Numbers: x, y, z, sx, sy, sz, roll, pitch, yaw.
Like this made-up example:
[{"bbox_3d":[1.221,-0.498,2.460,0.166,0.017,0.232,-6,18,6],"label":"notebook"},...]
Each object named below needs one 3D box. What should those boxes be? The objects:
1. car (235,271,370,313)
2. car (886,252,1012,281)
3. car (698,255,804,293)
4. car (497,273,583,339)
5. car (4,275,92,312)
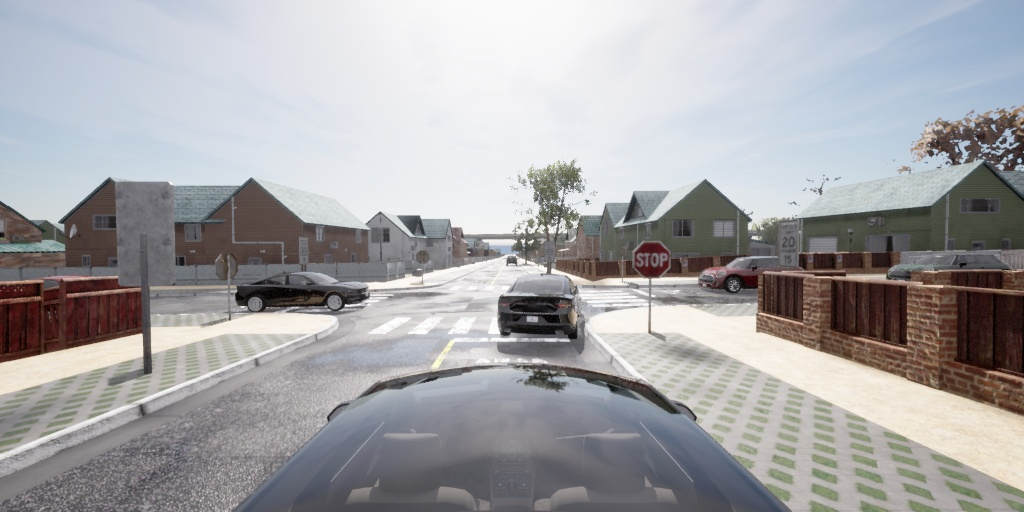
[{"bbox_3d":[-8.475,1.376,14.738,5.008,1.535,1.882,-1,2,0],"label":"car"},{"bbox_3d":[21.693,0.646,17.908,4.553,1.767,2.097,-1,2,0],"label":"car"},{"bbox_3d":[11.798,0.820,17.831,4.553,1.767,2.097,-1,2,0],"label":"car"},{"bbox_3d":[0.953,1.224,10.216,1.882,1.535,5.008,0,0,12],"label":"car"},{"bbox_3d":[-18.028,1.546,14.670,5.008,1.535,1.882,-1,2,0],"label":"car"}]
